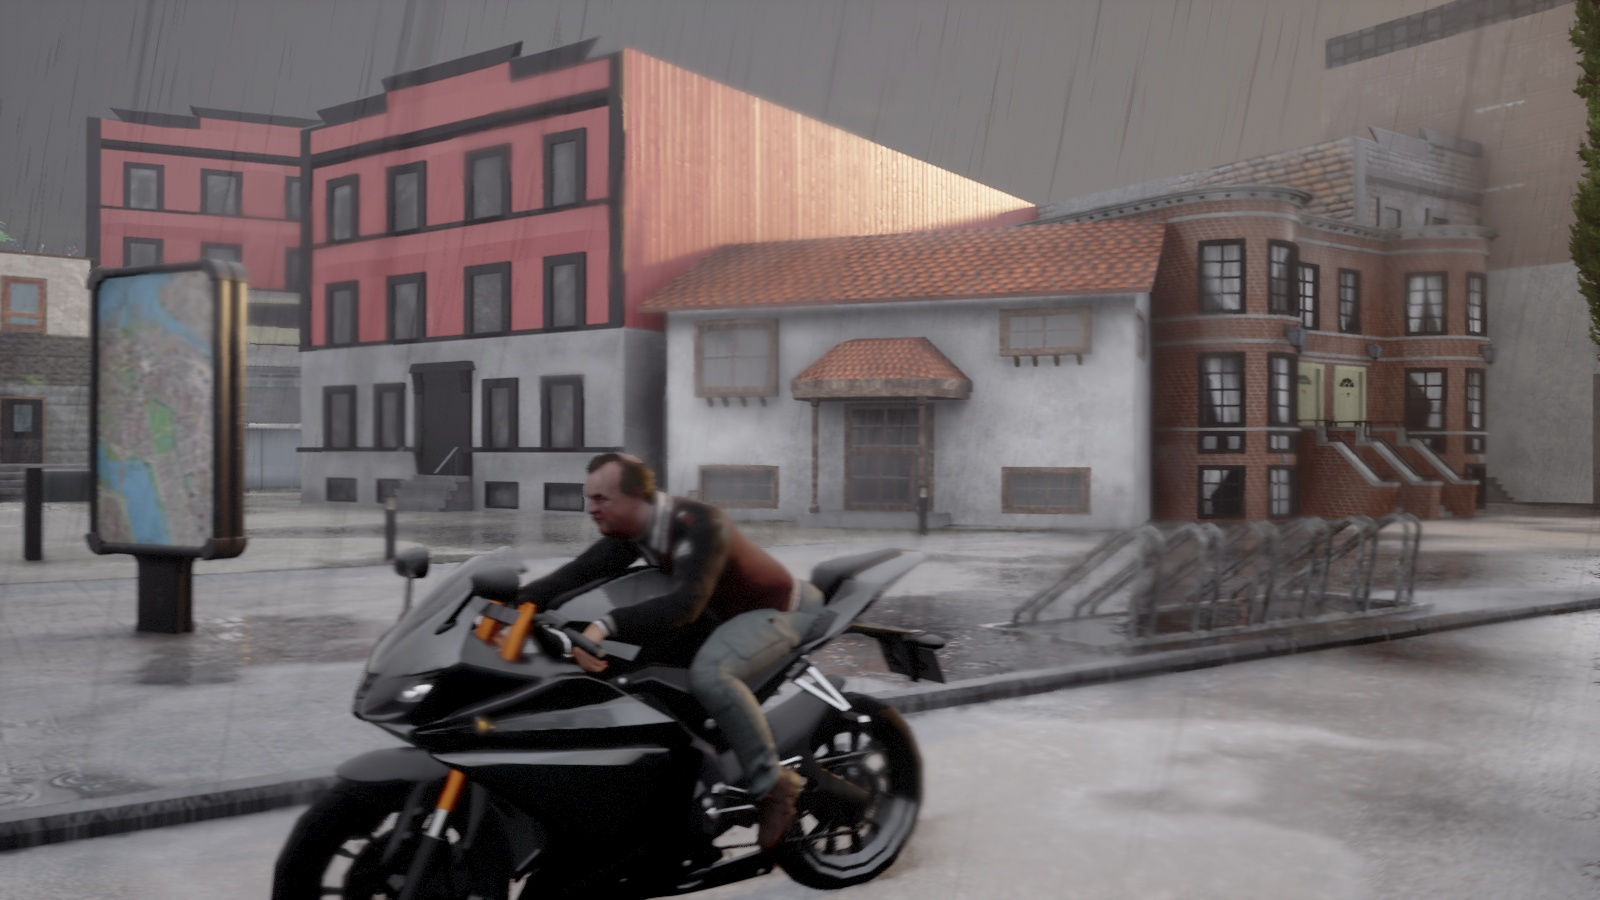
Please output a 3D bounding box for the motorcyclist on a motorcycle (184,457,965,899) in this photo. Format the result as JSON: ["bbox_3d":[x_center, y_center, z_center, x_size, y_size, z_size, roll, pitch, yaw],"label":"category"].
[{"bbox_3d":[-0.607,0.791,3.845,2.191,1.530,0.866,0,0,-35],"label":"motorcyclist on a motorcycle"}]
